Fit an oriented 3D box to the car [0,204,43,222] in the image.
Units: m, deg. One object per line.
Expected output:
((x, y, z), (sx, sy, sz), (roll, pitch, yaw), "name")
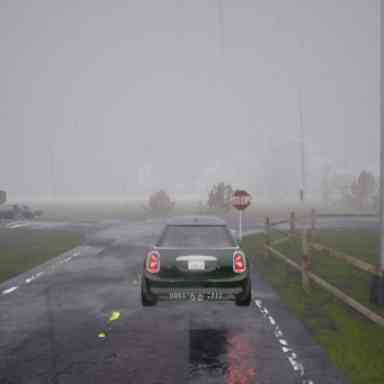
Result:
((-14.185, 1.611, 25.542), (4.718, 1.301, 1.895), (0, 0, 0), "car")

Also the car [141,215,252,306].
((0.077, 1.345, 8.150), (2.097, 1.767, 4.553), (0, 0, 0), "car")
